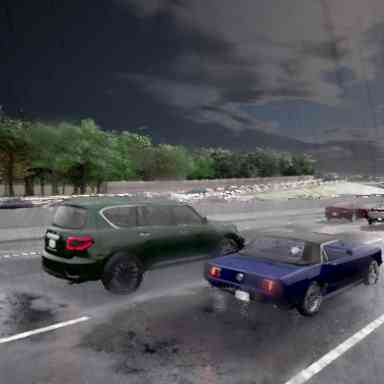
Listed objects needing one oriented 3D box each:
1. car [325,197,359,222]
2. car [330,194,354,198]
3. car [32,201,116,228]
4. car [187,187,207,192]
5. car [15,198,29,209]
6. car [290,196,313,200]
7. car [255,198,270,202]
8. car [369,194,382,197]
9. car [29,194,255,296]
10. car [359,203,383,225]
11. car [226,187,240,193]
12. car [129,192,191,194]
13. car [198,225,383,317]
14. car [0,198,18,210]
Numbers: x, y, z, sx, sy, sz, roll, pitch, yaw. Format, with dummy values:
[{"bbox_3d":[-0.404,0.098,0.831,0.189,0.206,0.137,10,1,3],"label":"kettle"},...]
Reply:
[{"bbox_3d":[12.069,1.416,25.536,5.008,1.535,1.882,0,0,-43],"label":"car"},{"bbox_3d":[20.863,1.320,48.143,5.357,1.411,2.033,-1,1,-42],"label":"car"},{"bbox_3d":[-7.686,1.393,21.966,4.892,1.490,1.837,0,0,-42],"label":"car"},{"bbox_3d":[0.761,0.125,62.777,2.150,2.045,5.566,1,2,32],"label":"car"},{"bbox_3d":[-10.062,1.397,24.536,4.674,1.442,1.812,0,0,-42],"label":"car"},{"bbox_3d":[15.682,1.276,48.134,4.902,1.511,2.128,0,1,-42],"label":"car"},{"bbox_3d":[6.766,1.374,35.185,4.902,1.511,2.128,0,0,-43],"label":"car"},{"bbox_3d":[32.207,1.174,58.597,4.902,1.511,2.128,-1,1,-43],"label":"car"},{"bbox_3d":[-0.982,1.182,8.863,5.566,2.045,2.150,0,0,-42],"label":"car"},{"bbox_3d":[13.162,1.449,21.788,4.902,1.511,2.128,0,0,-43],"label":"car"},{"bbox_3d":[9.344,-0.325,75.911,1.837,1.490,4.892,1,3,34],"label":"car"},{"bbox_3d":[-2.159,1.164,12.524,5.566,2.045,2.150,0,0,-42],"label":"car"},{"bbox_3d":[2.554,1.579,7.483,4.718,1.301,1.895,0,0,-42],"label":"car"},{"bbox_3d":[-17.264,1.327,30.950,1.837,1.490,4.892,1,1,32],"label":"car"}]
